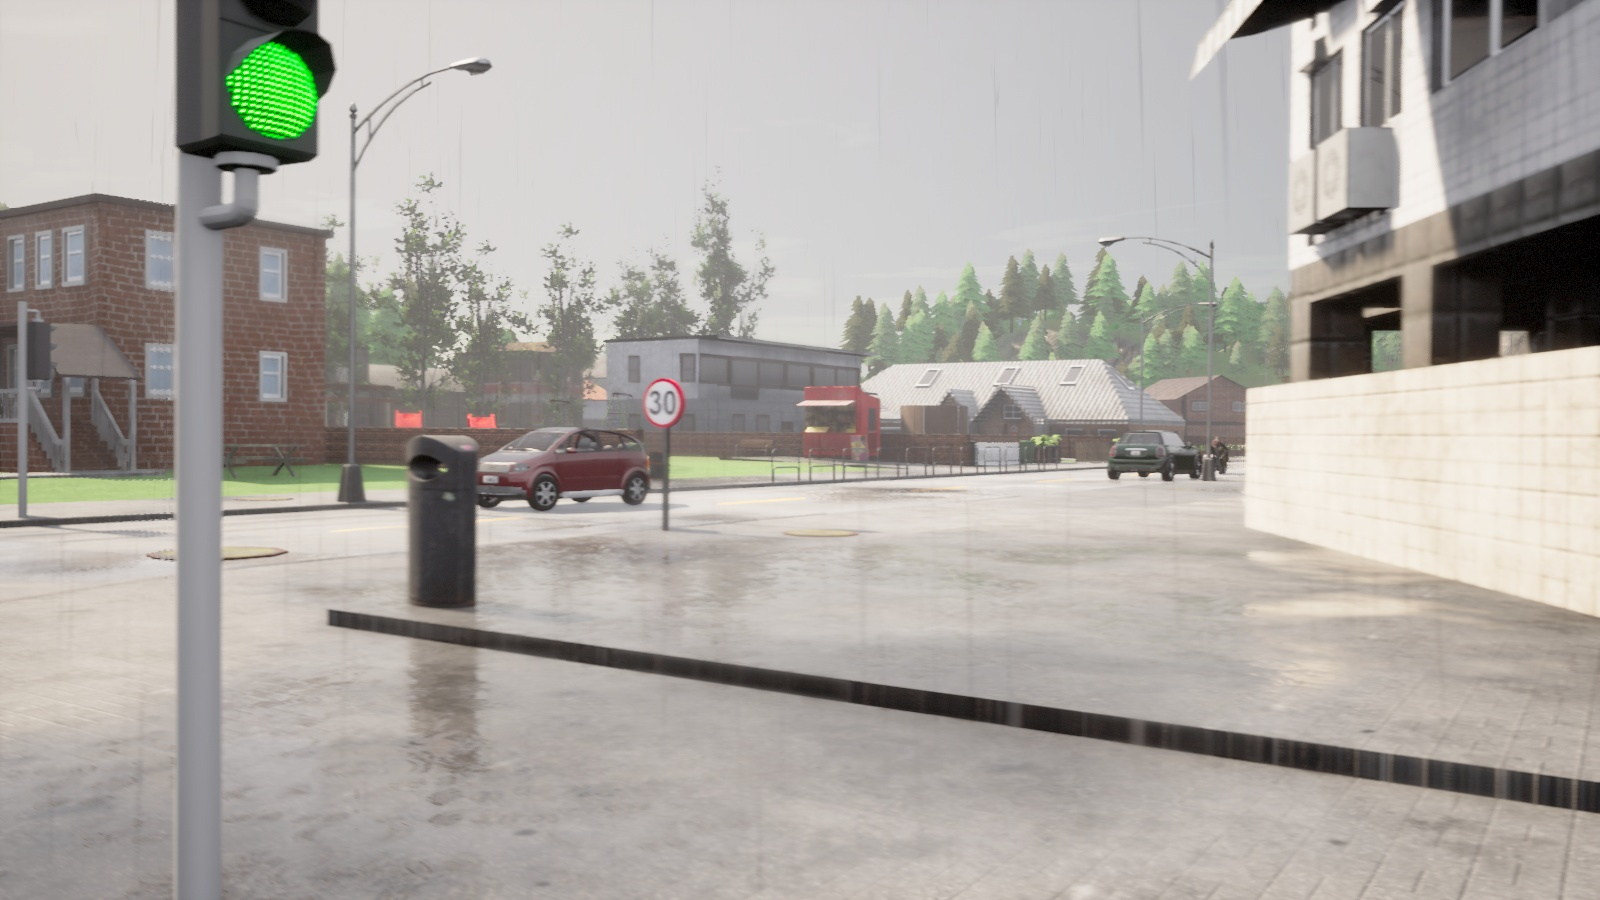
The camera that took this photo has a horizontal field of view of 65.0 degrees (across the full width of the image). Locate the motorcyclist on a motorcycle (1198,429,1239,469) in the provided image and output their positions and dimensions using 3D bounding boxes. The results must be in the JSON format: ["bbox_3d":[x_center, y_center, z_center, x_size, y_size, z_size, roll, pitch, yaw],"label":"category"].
[{"bbox_3d":[16.408,-0.054,49.213,0.866,1.530,2.191,0,1,36],"label":"motorcyclist on a motorcycle"}]

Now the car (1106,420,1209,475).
[{"bbox_3d":[12.213,-0.104,42.707,2.097,1.767,4.553,0,1,34],"label":"car"}]

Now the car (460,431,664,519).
[{"bbox_3d":[-4.524,0.419,24.300,1.789,1.549,3.705,0,1,34],"label":"car"}]
